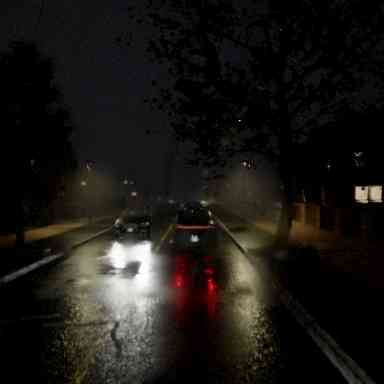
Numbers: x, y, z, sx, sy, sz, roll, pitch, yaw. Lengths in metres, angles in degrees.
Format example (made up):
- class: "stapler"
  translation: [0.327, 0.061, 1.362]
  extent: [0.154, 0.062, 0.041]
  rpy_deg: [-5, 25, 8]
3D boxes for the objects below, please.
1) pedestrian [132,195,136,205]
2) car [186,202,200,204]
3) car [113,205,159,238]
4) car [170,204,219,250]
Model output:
- class: "pedestrian"
  translation: [-9.808, 1.403, 56.311]
  extent: [0.375, 1.860, 0.375]
  rpy_deg: [0, -3, -1]
- class: "car"
  translation: [0.100, 1.562, 29.473]
  extent: [1.994, 1.385, 4.181]
  rpy_deg: [0, 0, 0]
- class: "car"
  translation: [-2.847, 1.486, 17.738]
  extent: [2.128, 1.511, 4.902]
  rpy_deg: [0, 0, 0]
- class: "car"
  translation: [0.098, 1.486, 14.387]
  extent: [2.128, 1.511, 4.902]
  rpy_deg: [0, 0, 0]
